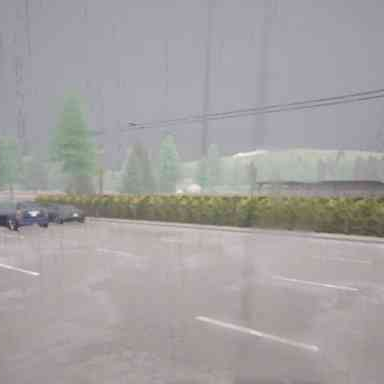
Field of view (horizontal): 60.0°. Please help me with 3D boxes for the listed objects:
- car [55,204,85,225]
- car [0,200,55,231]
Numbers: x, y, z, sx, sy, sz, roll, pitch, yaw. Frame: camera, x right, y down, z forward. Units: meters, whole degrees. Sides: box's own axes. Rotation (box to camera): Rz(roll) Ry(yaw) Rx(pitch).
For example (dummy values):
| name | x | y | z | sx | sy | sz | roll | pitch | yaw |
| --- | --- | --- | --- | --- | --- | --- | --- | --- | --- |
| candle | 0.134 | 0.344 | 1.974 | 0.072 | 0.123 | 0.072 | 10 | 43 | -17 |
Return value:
| name | x | y | z | sx | sy | sz | roll | pitch | yaw |
| --- | --- | --- | --- | --- | --- | --- | --- | --- | --- |
| car | -9.513 | 1.526 | 23.690 | 4.181 | 1.385 | 1.994 | 0 | 0 | 36 |
| car | -10.786 | 1.316 | 20.300 | 4.553 | 1.767 | 2.097 | 0 | 0 | 36 |
